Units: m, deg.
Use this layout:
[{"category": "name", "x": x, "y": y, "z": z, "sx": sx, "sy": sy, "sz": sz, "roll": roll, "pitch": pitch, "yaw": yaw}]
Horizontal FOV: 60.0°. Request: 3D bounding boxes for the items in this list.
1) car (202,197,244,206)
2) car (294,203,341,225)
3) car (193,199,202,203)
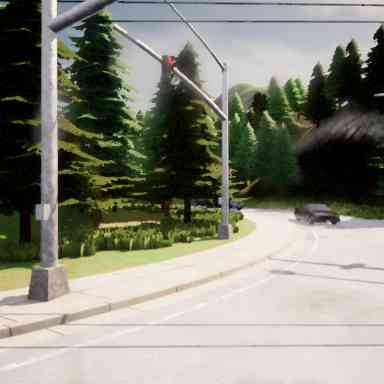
[{"category": "car", "x": 4.044, "y": 1.209, "z": 40.857, "sx": 2.150, "sy": 2.045, "sz": 5.566, "roll": 0, "pitch": 1, "yaw": -31}, {"category": "car", "x": 9.026, "y": 1.545, "z": 24.506, "sx": 2.033, "sy": 1.411, "sz": 5.357, "roll": 0, "pitch": 0, "yaw": 2}, {"category": "car", "x": 2.036, "y": 1.501, "z": 50.039, "sx": 1.837, "sy": 1.490, "sz": 4.892, "roll": 0, "pitch": 0, "yaw": -37}]
